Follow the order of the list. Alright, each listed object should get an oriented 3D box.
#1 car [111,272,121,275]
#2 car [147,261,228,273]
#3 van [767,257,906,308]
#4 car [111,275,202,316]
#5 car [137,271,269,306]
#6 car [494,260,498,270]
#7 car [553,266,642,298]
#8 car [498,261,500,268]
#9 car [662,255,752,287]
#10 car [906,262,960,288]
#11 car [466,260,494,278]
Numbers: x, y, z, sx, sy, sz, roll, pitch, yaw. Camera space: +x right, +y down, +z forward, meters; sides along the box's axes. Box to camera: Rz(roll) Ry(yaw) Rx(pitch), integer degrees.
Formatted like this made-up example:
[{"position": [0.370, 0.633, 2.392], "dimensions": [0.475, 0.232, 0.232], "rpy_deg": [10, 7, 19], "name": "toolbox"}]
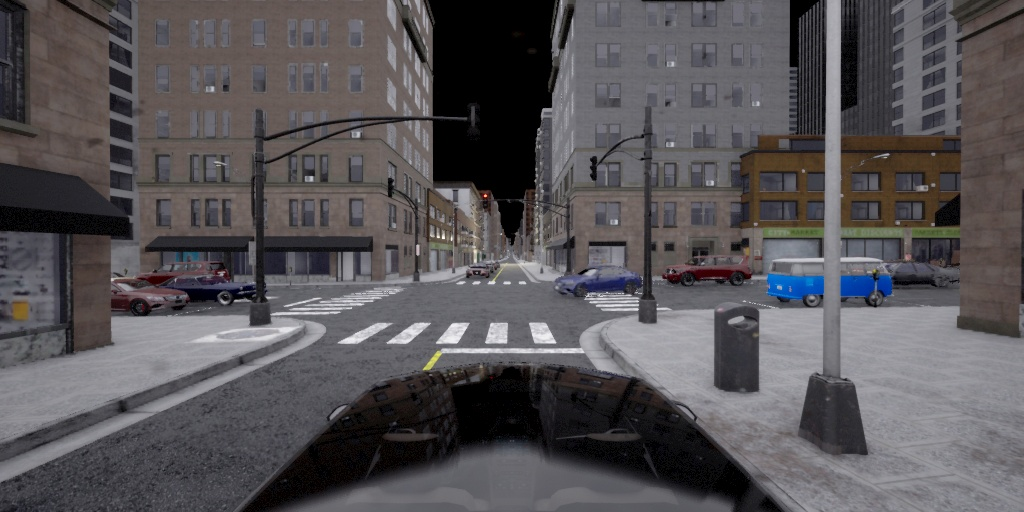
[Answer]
[{"position": [-26.019, 1.550, 22.193], "dimensions": [4.829, 1.417, 1.751], "rpy_deg": [0, 0, 0], "name": "car"}, {"position": [-20.344, 1.269, 22.207], "dimensions": [5.009, 1.841, 2.192], "rpy_deg": [0, 0, 0], "name": "car"}, {"position": [12.118, 0.957, 13.761], "dimensions": [3.998, 1.789, 1.690], "rpy_deg": [0, 0, 0], "name": "van"}, {"position": [-14.818, 1.527, 13.695], "dimensions": [4.207, 1.307, 1.802], "rpy_deg": [0, 0, 0], "name": "car"}, {"position": [-13.954, 1.517, 16.360], "dimensions": [4.718, 1.301, 1.895], "rpy_deg": [-1, 0, 0], "name": "car"}, {"position": [-3.092, 1.253, 42.622], "dimensions": [2.128, 1.511, 4.902], "rpy_deg": [0, 0, 0], "name": "car"}, {"position": [4.304, 1.224, 17.999], "dimensions": [4.674, 1.442, 1.812], "rpy_deg": [-1, 0, -22], "name": "car"}, {"position": [-3.080, 1.299, 51.755], "dimensions": [1.812, 1.442, 4.674], "rpy_deg": [0, 0, 0], "name": "car"}, {"position": [12.097, 0.871, 22.286], "dimensions": [5.009, 1.841, 2.192], "rpy_deg": [0, 0, 0], "name": "car"}, {"position": [21.132, 1.012, 19.642], "dimensions": [5.357, 1.411, 2.033], "rpy_deg": [-1, 0, 0], "name": "car"}, {"position": [-3.085, 1.318, 33.636], "dimensions": [1.994, 1.385, 4.181], "rpy_deg": [0, 0, 1], "name": "car"}]
